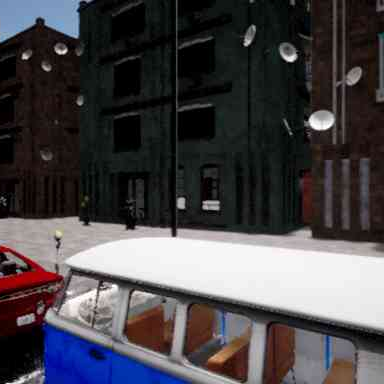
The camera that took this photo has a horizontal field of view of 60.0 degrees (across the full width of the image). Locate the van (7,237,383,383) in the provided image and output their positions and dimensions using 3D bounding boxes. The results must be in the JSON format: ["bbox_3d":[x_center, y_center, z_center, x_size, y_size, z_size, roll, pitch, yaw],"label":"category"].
[{"bbox_3d":[0.482,1.347,2.524,3.998,1.788,1.690,0,0,35],"label":"van"}]

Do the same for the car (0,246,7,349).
[{"bbox_3d":[-4.034,1.585,5.744,4.507,1.381,1.887,0,0,35],"label":"car"}]
